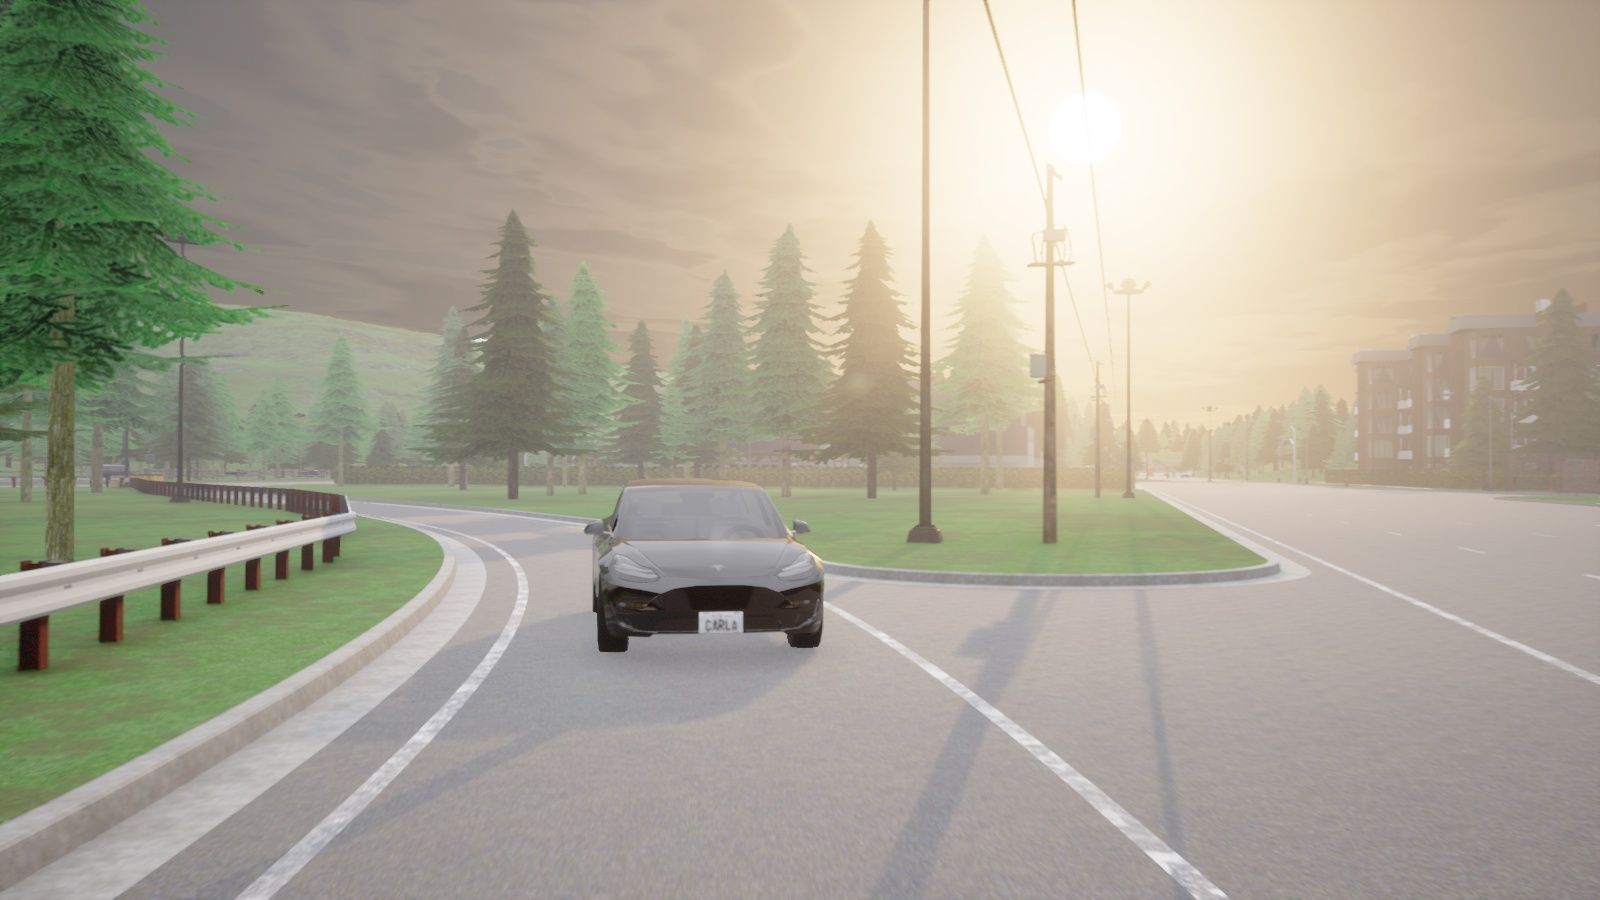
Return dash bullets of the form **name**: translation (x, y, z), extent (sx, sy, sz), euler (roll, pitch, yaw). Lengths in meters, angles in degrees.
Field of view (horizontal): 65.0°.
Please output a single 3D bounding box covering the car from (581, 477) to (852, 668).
- **car**: translation (-1.072, 1.030, 12.567), extent (2.163, 1.488, 4.792), euler (0, -1, -10)
